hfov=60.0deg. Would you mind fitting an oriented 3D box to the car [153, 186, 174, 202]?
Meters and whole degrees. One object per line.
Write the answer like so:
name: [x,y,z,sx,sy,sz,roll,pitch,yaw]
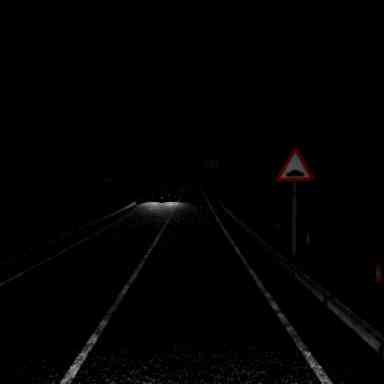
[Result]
car: [-2.919,0.173,34.734,1.812,1.442,4.674,-1,4,0]
